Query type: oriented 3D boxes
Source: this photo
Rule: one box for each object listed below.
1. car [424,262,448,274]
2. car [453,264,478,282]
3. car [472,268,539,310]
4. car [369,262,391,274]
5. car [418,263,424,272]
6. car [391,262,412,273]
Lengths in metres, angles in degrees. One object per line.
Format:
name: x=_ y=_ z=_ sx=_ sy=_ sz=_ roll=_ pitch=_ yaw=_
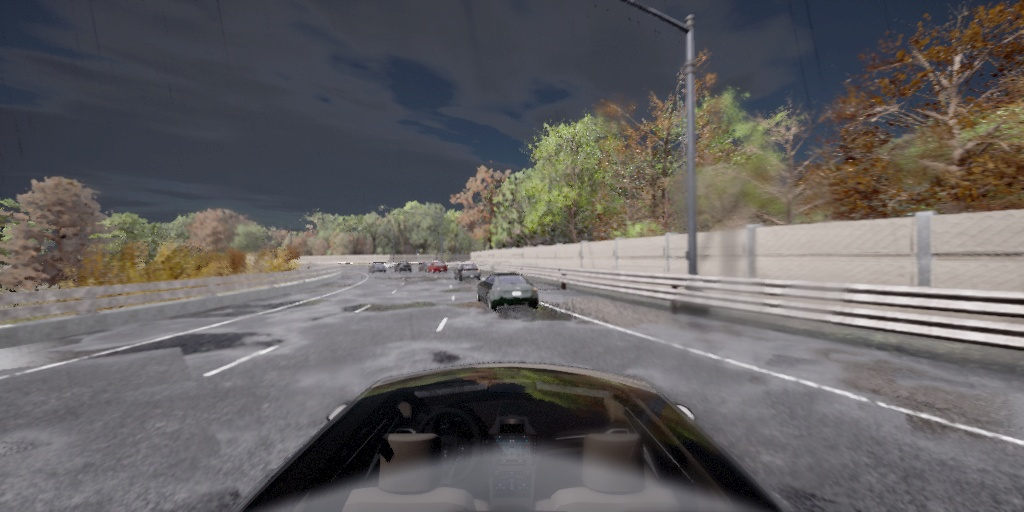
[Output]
car: x=-10.109 y=1.567 z=48.518 sx=1.882 sy=1.535 sz=5.008 roll=0 pitch=0 yaw=-25
car: x=-3.972 y=1.456 z=31.458 sx=2.128 sy=1.511 sz=4.902 roll=0 pitch=0 yaw=-17
car: x=-0.296 y=1.389 z=15.338 sx=1.994 sy=1.385 sz=4.181 roll=-1 pitch=0 yaw=-14
car: x=-19.035 y=1.736 z=50.818 sx=2.033 sy=1.411 sz=5.357 roll=0 pitch=0 yaw=-29
car: x=-12.505 y=1.691 z=53.533 sx=2.033 sy=1.411 sz=5.357 roll=-1 pitch=-1 yaw=-29
car: x=-15.978 y=1.675 z=52.520 sx=1.837 sy=1.490 sz=4.892 roll=0 pitch=0 yaw=-29
